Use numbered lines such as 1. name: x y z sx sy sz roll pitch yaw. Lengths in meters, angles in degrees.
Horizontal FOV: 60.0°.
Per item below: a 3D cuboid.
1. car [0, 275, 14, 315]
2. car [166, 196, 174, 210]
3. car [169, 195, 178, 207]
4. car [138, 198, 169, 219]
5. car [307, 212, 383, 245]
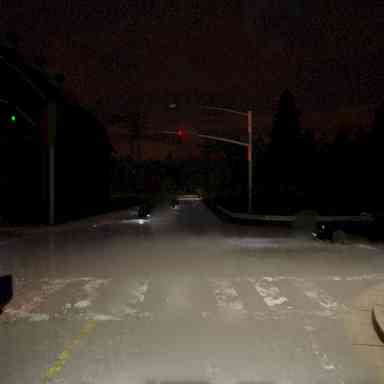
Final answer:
1. car: -3.857 1.602 3.303 1.895 1.301 4.718 0 0 -1
2. car: -3.533 1.505 39.581 1.837 1.490 4.892 0 0 0
3. car: -3.511 1.526 48.878 1.812 1.442 4.674 0 0 0
4. car: -3.550 1.547 29.836 2.033 1.411 5.357 0 0 0
5. car: 7.654 1.574 14.764 4.718 1.301 1.895 0 0 -1
